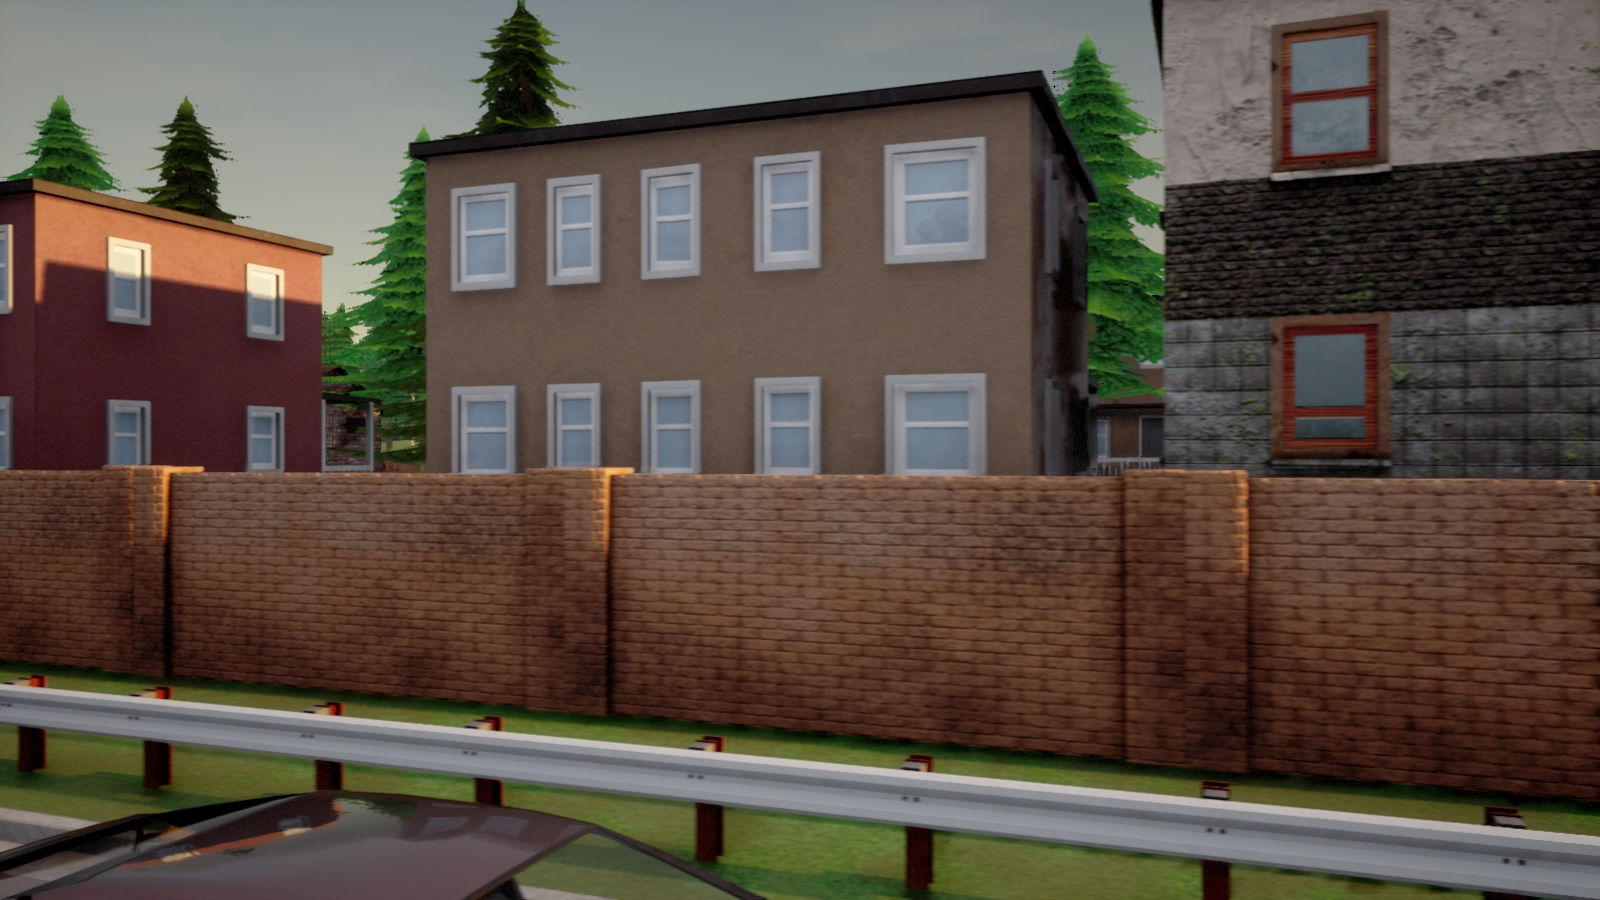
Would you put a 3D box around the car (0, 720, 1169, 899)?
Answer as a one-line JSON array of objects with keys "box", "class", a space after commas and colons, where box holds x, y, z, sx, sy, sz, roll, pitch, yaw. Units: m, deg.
[{"box": [-1.203, 2.048, 3.740, 4.514, 1.525, 2.007, 0, 0, 20], "class": "car"}]
